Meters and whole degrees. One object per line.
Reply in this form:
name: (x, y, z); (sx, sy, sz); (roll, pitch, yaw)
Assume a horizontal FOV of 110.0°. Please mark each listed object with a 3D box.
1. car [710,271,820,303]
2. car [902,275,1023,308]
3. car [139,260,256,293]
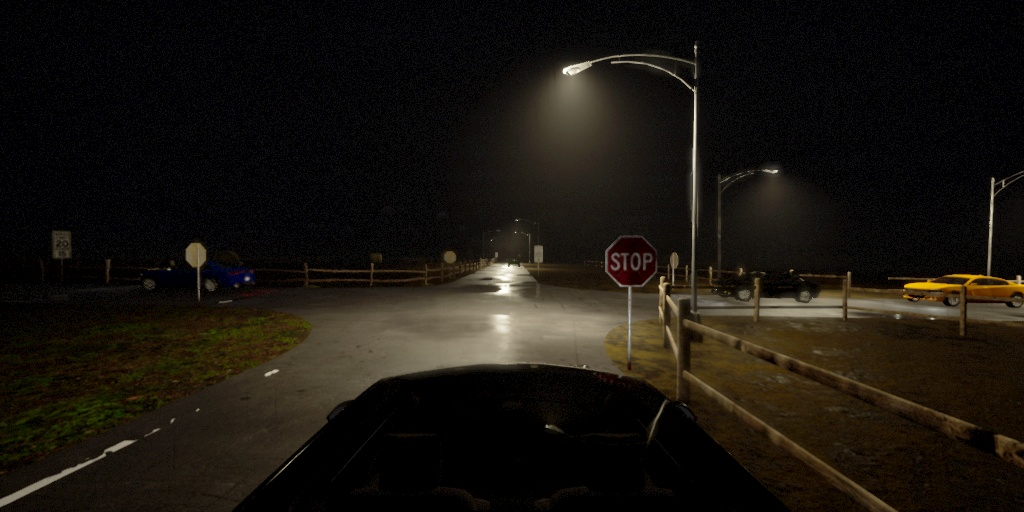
car: (12.773, 1.515, 18.234); (4.892, 1.490, 1.837); (1, 1, 1)
car: (22.944, 1.708, 18.212); (5.008, 1.535, 1.882); (1, 1, 0)
car: (-15.807, 0.958, 18.125); (5.008, 1.535, 1.882); (1, 1, 1)
